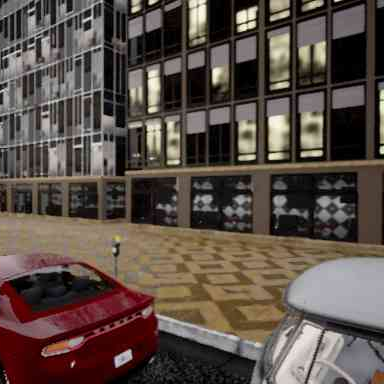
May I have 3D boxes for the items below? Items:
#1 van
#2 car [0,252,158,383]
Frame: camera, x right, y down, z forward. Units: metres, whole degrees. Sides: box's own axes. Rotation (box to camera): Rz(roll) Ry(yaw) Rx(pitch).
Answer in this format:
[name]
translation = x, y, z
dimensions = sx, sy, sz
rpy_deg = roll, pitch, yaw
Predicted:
[van]
translation = 2.123, 1.342, 1.356
dimensions = 3.998, 1.788, 1.690
rpy_deg = 0, 0, 36
[car]
translation = -2.511, 1.542, 4.663
dimensions = 4.507, 1.381, 1.887
rpy_deg = 0, 0, 36
